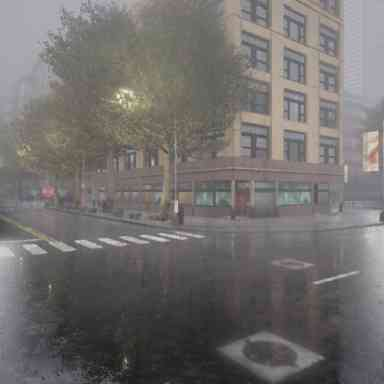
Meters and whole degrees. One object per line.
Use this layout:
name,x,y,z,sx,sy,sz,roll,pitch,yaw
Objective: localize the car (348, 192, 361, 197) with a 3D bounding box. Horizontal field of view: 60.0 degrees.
car,39.927,1.316,84.591,2.002,1.452,4.674,0,0,-36
